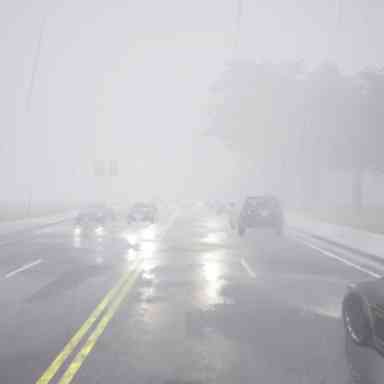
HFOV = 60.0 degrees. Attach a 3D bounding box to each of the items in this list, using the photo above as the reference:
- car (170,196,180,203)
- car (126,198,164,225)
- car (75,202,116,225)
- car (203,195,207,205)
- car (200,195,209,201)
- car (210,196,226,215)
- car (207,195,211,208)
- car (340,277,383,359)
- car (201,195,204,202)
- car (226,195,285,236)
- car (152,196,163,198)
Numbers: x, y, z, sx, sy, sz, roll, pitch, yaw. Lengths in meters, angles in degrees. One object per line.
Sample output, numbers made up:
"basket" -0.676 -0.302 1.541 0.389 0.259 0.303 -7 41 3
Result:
"car" -3.277 1.444 64.982 2.128 1.511 4.902 0 0 1
"car" -3.350 1.415 23.371 2.128 1.511 4.902 0 0 0
"car" -6.601 1.450 23.186 1.812 1.442 4.674 0 0 0
"car" 3.243 1.400 54.041 1.882 1.535 5.008 0 0 0
"car" 3.238 1.483 87.052 2.033 1.649 4.856 0 0 0
"car" 3.246 1.415 32.065 2.163 1.488 4.792 0 0 0
"car" 3.244 1.435 43.038 1.812 1.442 4.674 0 0 0
"car" 3.350 1.548 3.610 1.994 1.385 4.181 0 0 0
"car" 3.241 1.403 65.233 1.801 1.575 5.366 0 0 0
"car" 3.349 1.156 18.040 2.150 2.045 5.566 0 0 0
"car" -6.534 1.423 63.555 1.882 1.535 5.008 0 0 1
